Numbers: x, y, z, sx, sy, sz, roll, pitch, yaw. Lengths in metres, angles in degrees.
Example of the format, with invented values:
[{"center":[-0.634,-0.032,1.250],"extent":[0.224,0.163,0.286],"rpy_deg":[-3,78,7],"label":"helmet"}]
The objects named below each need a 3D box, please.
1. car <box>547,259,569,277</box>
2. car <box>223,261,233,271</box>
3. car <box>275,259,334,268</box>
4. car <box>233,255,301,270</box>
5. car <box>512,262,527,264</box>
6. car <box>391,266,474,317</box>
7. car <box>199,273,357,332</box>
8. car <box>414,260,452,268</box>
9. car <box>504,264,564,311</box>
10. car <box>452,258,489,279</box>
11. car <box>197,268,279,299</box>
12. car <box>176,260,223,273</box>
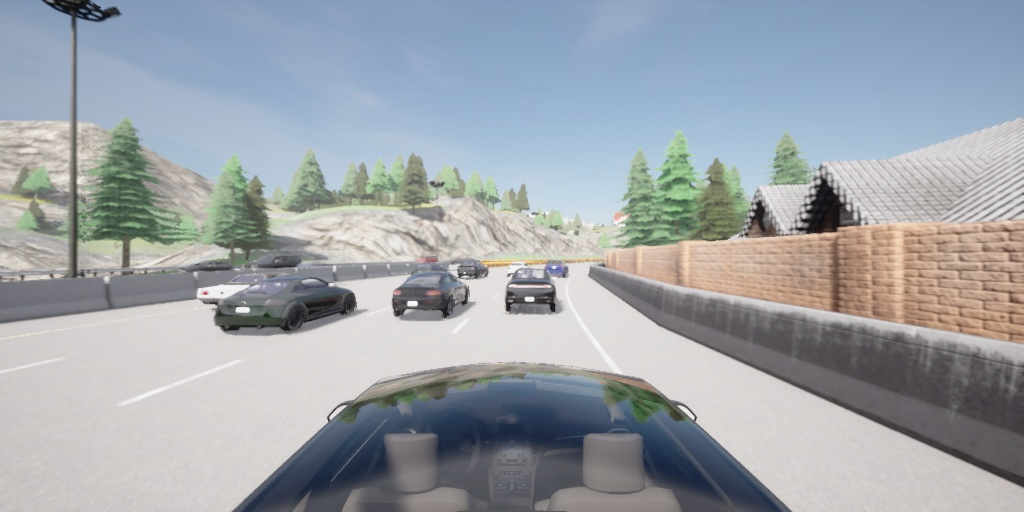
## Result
[{"center":[4.429,1.117,35.546],"extent":[2.097,1.767,4.553],"rpy_deg":[0,0,14],"label":"car"},{"center":[-24.593,1.172,34.896],"extent":[2.128,1.511,4.902],"rpy_deg":[0,0,12],"label":"car"},{"center":[-18.024,1.246,32.247],"extent":[2.033,1.411,5.357],"rpy_deg":[0,0,11],"label":"car"},{"center":[-21.531,0.908,32.442],"extent":[2.150,2.045,5.566],"rpy_deg":[0,0,11],"label":"car"},{"center":[0.752,1.280,35.340],"extent":[1.812,1.442,4.674],"rpy_deg":[0,0,13],"label":"car"},{"center":[-2.822,1.268,13.083],"extent":[1.812,1.442,4.674],"rpy_deg":[0,0,4],"label":"car"},{"center":[-6.483,1.295,10.815],"extent":[1.994,1.385,4.181],"rpy_deg":[0,0,4],"label":"car"},{"center":[-7.215,1.294,31.604],"extent":[1.994,1.385,4.181],"rpy_deg":[0,0,11],"label":"car"},{"center":[0.812,1.241,14.413],"extent":[2.128,1.511,4.902],"rpy_deg":[0,0,5],"label":"car"},{"center":[-3.465,1.233,32.508],"extent":[2.128,1.511,4.902],"rpy_deg":[0,0,12],"label":"car"},{"center":[-9.740,1.323,14.568],"extent":[1.895,1.301,4.718],"rpy_deg":[0,0,5],"label":"car"},{"center":[-28.401,1.174,33.571],"extent":[1.837,1.490,4.892],"rpy_deg":[0,-1,11],"label":"car"}]
